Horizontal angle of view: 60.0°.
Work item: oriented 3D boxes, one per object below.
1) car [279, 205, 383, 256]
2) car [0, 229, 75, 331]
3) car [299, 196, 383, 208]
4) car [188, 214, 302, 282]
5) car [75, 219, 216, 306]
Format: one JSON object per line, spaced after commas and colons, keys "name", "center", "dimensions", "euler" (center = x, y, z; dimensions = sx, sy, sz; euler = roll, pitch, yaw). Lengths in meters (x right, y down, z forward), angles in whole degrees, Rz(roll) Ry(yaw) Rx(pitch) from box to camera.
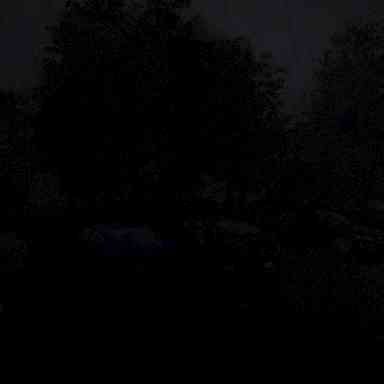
{"name": "car", "center": [5.006, 1.457, 13.180], "dimensions": [2.231, 1.521, 4.892], "euler": [0, 0, -36]}
{"name": "car", "center": [-4.175, 1.479, 6.602], "dimensions": [2.097, 1.535, 5.008], "euler": [0, 0, -36]}
{"name": "car", "center": [7.222, 1.197, 14.721], "dimensions": [2.435, 2.045, 5.566], "euler": [0, 0, -36]}
{"name": "car", "center": [0.420, 1.470, 9.885], "dimensions": [2.231, 1.521, 4.892], "euler": [0, 0, -36]}
{"name": "car", "center": [-1.877, 1.474, 8.243], "dimensions": [2.097, 1.535, 5.008], "euler": [0, 0, -36]}
